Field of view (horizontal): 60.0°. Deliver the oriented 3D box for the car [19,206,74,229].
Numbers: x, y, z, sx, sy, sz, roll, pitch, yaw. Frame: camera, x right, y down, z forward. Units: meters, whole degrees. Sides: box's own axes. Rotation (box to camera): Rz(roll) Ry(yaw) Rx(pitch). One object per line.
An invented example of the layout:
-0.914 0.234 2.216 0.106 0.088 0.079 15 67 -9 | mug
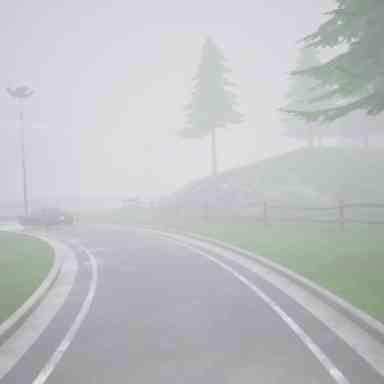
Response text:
-9.781 1.636 22.238 4.181 1.385 1.994 -2 1 38 | car
